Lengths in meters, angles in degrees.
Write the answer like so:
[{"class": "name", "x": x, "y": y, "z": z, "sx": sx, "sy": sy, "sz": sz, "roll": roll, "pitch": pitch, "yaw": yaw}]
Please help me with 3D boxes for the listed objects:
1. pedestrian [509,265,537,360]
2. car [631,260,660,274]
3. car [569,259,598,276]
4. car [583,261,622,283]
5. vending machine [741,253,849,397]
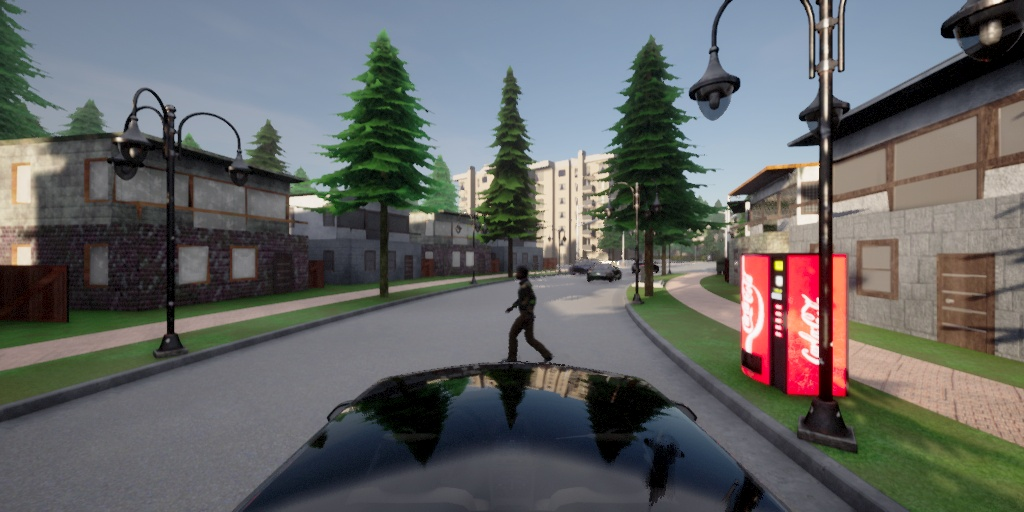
[{"class": "pedestrian", "x": 0.204, "y": 1.040, "z": 6.446, "sx": 0.375, "sy": 1.860, "sz": 0.375, "roll": 0, "pitch": 0, "yaw": 6}, {"class": "car", "x": 14.854, "y": 1.215, "z": 39.759, "sx": 2.128, "sy": 1.511, "sz": 4.902, "roll": 0, "pitch": 0, "yaw": 39}, {"class": "car", "x": 7.341, "y": 1.077, "z": 35.366, "sx": 2.097, "sy": 1.767, "sz": 4.553, "roll": 0, "pitch": 0, "yaw": 33}, {"class": "car", "x": 7.330, "y": 1.295, "z": 28.194, "sx": 1.994, "sy": 1.385, "sz": 4.181, "roll": 0, "pitch": 0, "yaw": 28}, {"class": "vending machine", "x": 4.076, "y": 0.943, "z": 5.279, "sx": 1.100, "sy": 2.100, "sz": 0.880, "roll": 0, "pitch": 0, "yaw": 6}]
